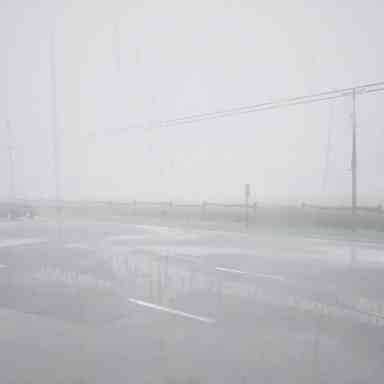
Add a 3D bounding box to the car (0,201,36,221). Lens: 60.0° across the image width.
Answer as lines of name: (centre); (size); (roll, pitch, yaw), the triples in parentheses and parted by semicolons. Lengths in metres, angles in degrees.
car: (-14.777, 1.503, 27.382); (4.892, 1.490, 1.837); (0, 0, 35)
